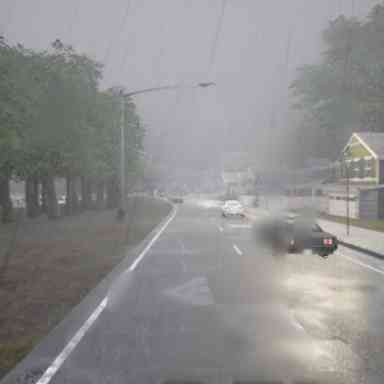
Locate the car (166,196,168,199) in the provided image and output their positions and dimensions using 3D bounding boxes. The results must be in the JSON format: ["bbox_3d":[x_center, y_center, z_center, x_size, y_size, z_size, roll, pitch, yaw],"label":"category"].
[{"bbox_3d":[-4.518,1.498,79.212,1.812,1.442,4.674,0,0,-8],"label":"car"}]

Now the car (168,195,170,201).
[{"bbox_3d":[-3.752,1.495,73.249,1.837,1.490,4.892,0,0,-7],"label":"car"}]

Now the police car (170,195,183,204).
[{"bbox_3d":[-2.698,1.437,63.397,1.930,1.638,5.238,0,0,-5],"label":"police car"}]

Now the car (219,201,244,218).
[{"bbox_3d":[3.565,1.517,30.309,1.812,1.442,4.674,0,0,-1],"label":"car"}]

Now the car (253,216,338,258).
[{"bbox_3d":[3.597,1.569,12.544,1.895,1.301,4.718,0,0,0],"label":"car"}]
